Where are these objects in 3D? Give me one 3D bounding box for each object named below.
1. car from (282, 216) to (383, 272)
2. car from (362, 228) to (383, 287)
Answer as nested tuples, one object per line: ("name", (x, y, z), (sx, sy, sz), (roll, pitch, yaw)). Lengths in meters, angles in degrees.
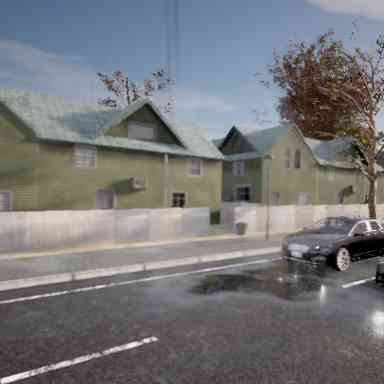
("car", (5.100, 1.593, 11.217), (4.902, 1.511, 2.128), (1, 0, -35))
("car", (6.300, 1.657, 8.091), (4.181, 1.385, 1.994), (1, 0, -35))
